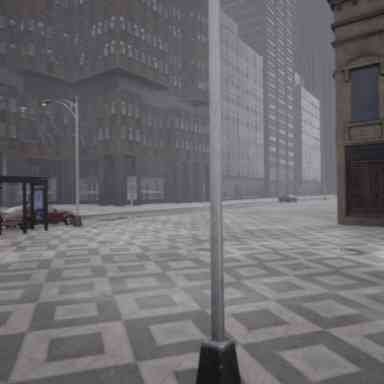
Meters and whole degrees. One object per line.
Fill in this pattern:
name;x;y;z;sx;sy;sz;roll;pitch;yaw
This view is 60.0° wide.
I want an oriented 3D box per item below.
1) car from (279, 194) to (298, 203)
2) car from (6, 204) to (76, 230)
car;16.443;1.122;56.509;1.882;1.535;5.008;-1;0;35
car;-9.332;1.443;20.315;1.812;1.442;4.674;-1;0;35
